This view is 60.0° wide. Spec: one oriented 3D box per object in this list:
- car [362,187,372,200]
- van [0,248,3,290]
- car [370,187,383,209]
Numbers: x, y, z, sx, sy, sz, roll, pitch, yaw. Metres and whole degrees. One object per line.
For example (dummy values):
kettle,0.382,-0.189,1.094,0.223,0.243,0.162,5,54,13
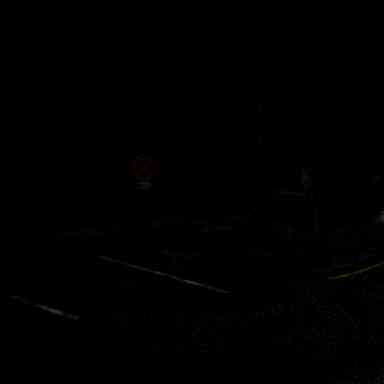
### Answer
car,19.734,0.185,36.295,2.033,1.411,5.357,-1,3,2
van,-5.837,1.288,6.902,4.442,1.987,1.878,-2,1,36
car,15.329,0.631,24.951,1.882,1.535,5.008,-1,2,13
